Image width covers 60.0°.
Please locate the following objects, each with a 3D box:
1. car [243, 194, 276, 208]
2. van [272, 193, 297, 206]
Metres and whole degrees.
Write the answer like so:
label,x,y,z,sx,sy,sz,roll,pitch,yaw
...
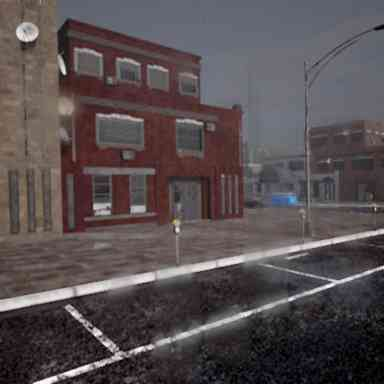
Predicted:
label,x,y,z,sx,sy,sz,roll,pitch,yaw
car,8.019,1.388,44.090,2.033,1.411,5.357,-2,0,-38
van,12.868,1.025,47.249,1.690,1.788,3.998,-3,1,-38
